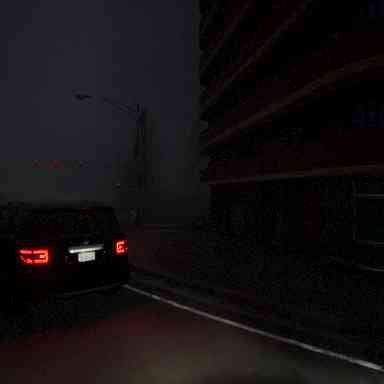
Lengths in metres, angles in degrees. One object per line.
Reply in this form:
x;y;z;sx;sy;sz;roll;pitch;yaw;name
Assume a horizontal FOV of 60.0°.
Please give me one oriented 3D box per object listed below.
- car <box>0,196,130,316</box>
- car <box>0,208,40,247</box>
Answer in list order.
-3.547;1.221;7.874;2.150;2.045;5.566;0;0;-40;car
-8.417;1.564;15.842;1.994;1.385;4.181;0;0;-26;car
